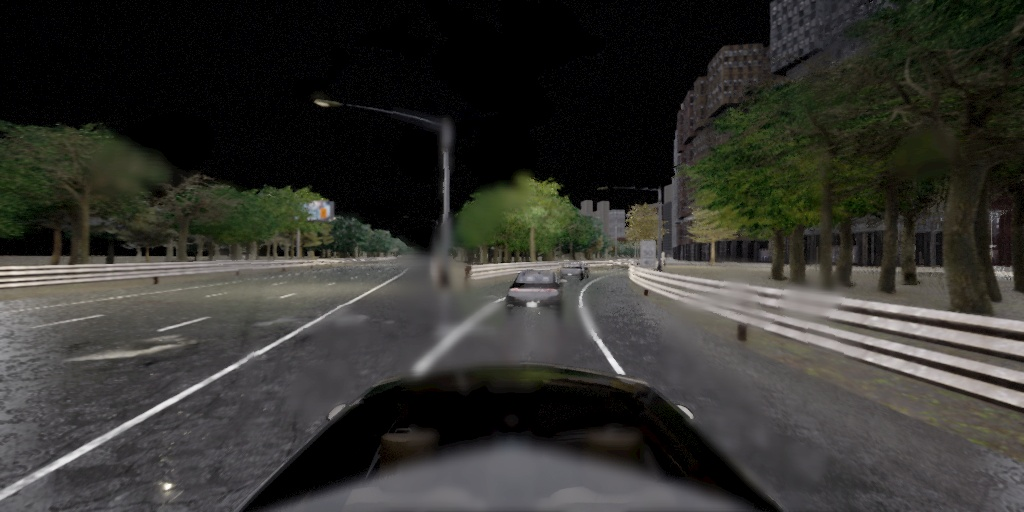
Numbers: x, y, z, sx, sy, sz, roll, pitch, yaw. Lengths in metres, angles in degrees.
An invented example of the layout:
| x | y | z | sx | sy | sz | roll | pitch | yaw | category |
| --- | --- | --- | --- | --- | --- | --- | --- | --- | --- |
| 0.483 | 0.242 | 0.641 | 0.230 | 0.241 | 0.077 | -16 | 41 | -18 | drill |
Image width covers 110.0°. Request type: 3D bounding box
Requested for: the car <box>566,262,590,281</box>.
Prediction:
| x | y | z | sx | sy | sz | roll | pitch | yaw | category |
| --- | --- | --- | --- | --- | --- | --- | --- | --- | --- |
| 5.525 | 1.272 | 30.854 | 2.128 | 1.511 | 4.902 | 0 | 0 | 21 | car |

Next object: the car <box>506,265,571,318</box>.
| x | y | z | sx | sy | sz | roll | pitch | yaw | category |
| --- | --- | --- | --- | --- | --- | --- | --- | --- | --- |
| 0.983 | 1.259 | 13.180 | 2.128 | 1.511 | 4.902 | 0 | 0 | 8 | car |
